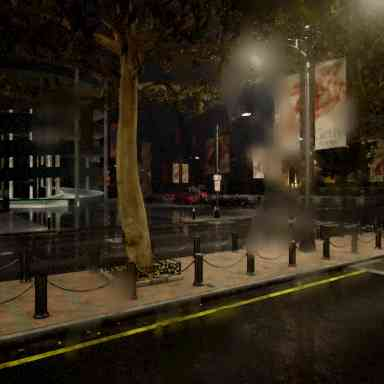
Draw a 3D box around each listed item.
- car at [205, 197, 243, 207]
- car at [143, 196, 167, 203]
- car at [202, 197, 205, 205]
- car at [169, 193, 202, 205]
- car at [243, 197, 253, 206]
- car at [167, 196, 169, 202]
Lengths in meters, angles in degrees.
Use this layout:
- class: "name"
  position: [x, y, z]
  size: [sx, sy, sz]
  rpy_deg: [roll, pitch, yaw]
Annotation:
- class: "car"
  position: [4.743, 1.547, 50.619]
  size: [2.033, 1.411, 5.357]
  rpy_deg: [0, 0, -35]
- class: "car"
  position: [-7.826, 1.478, 66.762]
  size: [5.008, 1.535, 1.882]
  rpy_deg: [0, 0, 42]
- class: "car"
  position: [1.854, 1.547, 60.713]
  size: [2.033, 1.411, 5.357]
  rpy_deg: [0, 0, -36]
- class: "car"
  position: [-1.166, 1.221, 58.921]
  size: [2.150, 2.045, 5.566]
  rpy_deg: [0, 0, -36]
- class: "car"
  position: [7.500, 1.491, 52.763]
  size: [2.128, 1.511, 4.902]
  rpy_deg: [0, 0, -35]
- class: "car"
  position: [-4.461, 1.526, 68.535]
  size: [1.812, 1.442, 4.674]
  rpy_deg: [0, 0, -44]
